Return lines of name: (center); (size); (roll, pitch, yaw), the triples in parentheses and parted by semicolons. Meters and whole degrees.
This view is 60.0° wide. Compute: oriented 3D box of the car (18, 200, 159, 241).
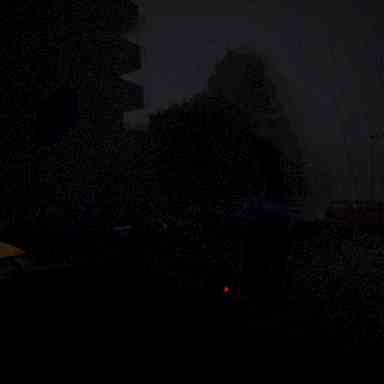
car: (-4.072, 1.274, 10.697); (5.566, 2.045, 2.435); (-1, -1, 35)

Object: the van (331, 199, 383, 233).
van: (10.695, 1.441, 21.026); (4.442, 1.987, 1.878); (-1, -1, 36)

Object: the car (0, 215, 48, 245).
car: (-6.332, 1.496, 8.835); (5.366, 1.575, 1.946); (-1, -1, 35)

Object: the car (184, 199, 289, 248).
car: (0.850, 1.321, 14.161); (5.566, 2.045, 2.435); (-1, -1, 35)

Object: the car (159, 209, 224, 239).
car: (-1.594, 1.549, 12.412); (4.892, 1.521, 2.231); (-1, -1, 35)

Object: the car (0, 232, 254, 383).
car: (-1.841, 1.557, 4.519); (5.357, 1.411, 2.033); (1, 0, -36)

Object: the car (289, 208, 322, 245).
car: (3.328, 1.625, 15.875); (4.792, 1.488, 2.163); (-1, -1, 35)

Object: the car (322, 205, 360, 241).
car: (5.825, 1.620, 17.576); (4.892, 1.521, 2.231); (-1, -1, 36)
